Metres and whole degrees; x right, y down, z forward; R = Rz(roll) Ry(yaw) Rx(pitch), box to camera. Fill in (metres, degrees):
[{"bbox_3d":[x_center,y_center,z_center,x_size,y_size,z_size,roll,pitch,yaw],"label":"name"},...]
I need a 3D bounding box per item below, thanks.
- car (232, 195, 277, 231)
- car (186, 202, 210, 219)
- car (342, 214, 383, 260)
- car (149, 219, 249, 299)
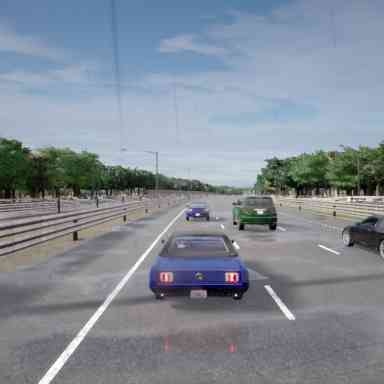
[{"bbox_3d":[3.828,1.222,20.953,2.150,2.045,5.566,0,0,2],"label":"car"},{"bbox_3d":[0.484,1.526,27.252,1.812,1.442,4.674,0,0,1],"label":"car"},{"bbox_3d":[7.196,1.525,12.098,1.812,1.442,4.674,0,0,1],"label":"car"},{"bbox_3d":[0.148,1.600,8.369,1.895,1.301,4.718,0,0,0],"label":"car"}]
